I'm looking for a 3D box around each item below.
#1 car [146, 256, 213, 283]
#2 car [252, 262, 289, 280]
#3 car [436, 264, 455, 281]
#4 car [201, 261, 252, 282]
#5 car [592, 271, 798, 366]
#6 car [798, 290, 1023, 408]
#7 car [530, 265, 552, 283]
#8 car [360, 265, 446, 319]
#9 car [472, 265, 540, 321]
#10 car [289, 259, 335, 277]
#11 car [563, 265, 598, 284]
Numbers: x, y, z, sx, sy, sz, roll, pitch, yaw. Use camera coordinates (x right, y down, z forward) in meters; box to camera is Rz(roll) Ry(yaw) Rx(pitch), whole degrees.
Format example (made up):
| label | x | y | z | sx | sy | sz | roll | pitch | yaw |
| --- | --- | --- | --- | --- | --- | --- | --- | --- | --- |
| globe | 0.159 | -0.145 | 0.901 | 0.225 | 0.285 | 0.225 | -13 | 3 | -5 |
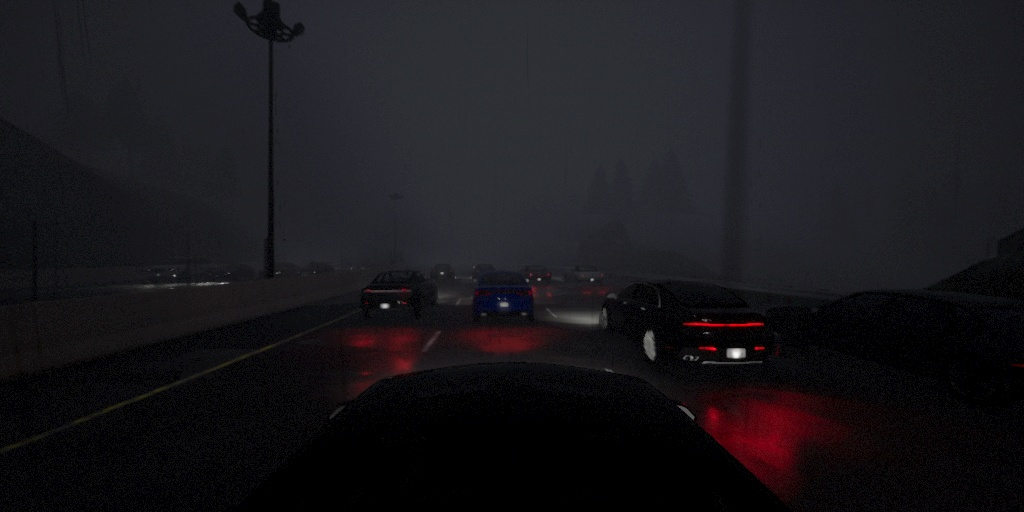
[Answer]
| label | x | y | z | sx | sy | sz | roll | pitch | yaw |
| --- | --- | --- | --- | --- | --- | --- | --- | --- | --- |
| car | -27.245 | 1.060 | 29.829 | 2.150 | 2.045 | 5.566 | 0 | 0 | -10 |
| car | -20.511 | 1.305 | 31.840 | 1.882 | 1.535 | 5.008 | 0 | 0 | -11 |
| car | -5.956 | 1.358 | 30.858 | 1.994 | 1.385 | 4.181 | 0 | 0 | -9 |
| car | -23.874 | 1.360 | 30.771 | 1.812 | 1.442 | 4.674 | 0 | 0 | -10 |
| car | 3.382 | 1.254 | 7.954 | 1.837 | 1.490 | 4.892 | 0 | 0 | -2 |
| car | 6.966 | 1.286 | 6.131 | 2.033 | 1.411 | 5.357 | 0 | 0 | -2 |
| car | 1.646 | 1.374 | 27.592 | 1.895 | 1.301 | 4.718 | 0 | 0 | -8 |
| car | -3.887 | 1.262 | 12.982 | 2.128 | 1.511 | 4.902 | 0 | 0 | -3 |
| car | -0.357 | 1.240 | 12.661 | 1.882 | 1.535 | 5.008 | 0 | 0 | -3 |
| car | -16.804 | 1.310 | 30.897 | 2.128 | 1.511 | 4.902 | 0 | 0 | -10 |
| car | 5.259 | 1.365 | 27.016 | 1.895 | 1.301 | 4.718 | 0 | 0 | -8 |
